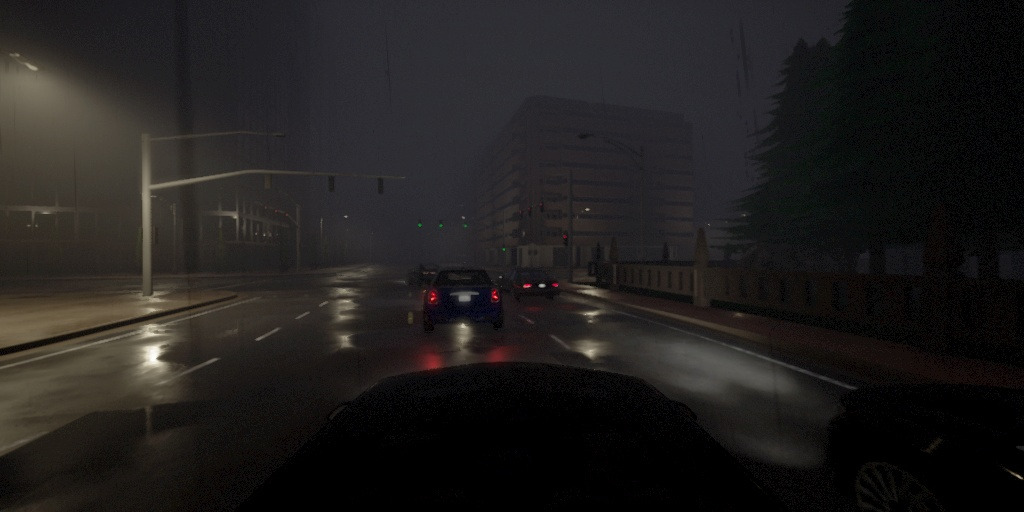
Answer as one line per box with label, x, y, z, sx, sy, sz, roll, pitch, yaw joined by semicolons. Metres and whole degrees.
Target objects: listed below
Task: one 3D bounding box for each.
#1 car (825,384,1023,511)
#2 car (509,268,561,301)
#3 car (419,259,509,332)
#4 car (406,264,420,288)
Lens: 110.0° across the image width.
car;3.304;1.232;0.752;2.128;1.511;4.902;0;0;1
car;0.597;1.263;17.168;2.033;1.411;5.357;0;0;-15
car;-1.626;1.088;11.148;2.097;1.767;4.553;0;0;-12
car;-5.607;1.237;23.403;2.128;1.511;4.902;0;-1;-27
